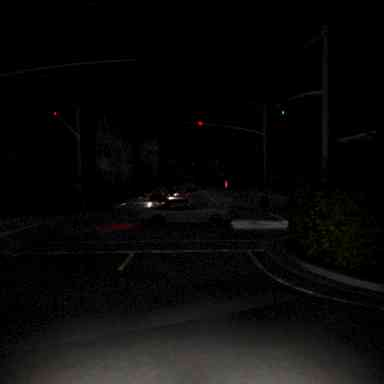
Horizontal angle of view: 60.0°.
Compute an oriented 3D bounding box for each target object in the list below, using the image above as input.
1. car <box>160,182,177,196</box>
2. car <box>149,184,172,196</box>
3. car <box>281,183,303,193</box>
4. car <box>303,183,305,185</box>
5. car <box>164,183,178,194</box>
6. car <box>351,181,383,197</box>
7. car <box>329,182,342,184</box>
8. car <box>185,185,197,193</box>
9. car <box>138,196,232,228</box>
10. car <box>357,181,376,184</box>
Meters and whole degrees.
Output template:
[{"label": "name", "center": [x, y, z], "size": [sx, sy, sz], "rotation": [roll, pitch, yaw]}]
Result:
[{"label": "car", "center": [-3.744, -0.438, 47.838], "size": [2.150, 2.045, 5.566], "rotation": [-1, 2, 0]}, {"label": "car", "center": [-3.718, 0.162, 37.765], "size": [1.882, 1.535, 5.008], "rotation": [-1, 2, 0]}, {"label": "car", "center": [15.266, -0.526, 52.071], "size": [2.007, 1.523, 4.514], "rotation": [-1, 2, 0]}, {"label": "car", "center": [18.890, -0.874, 59.132], "size": [1.970, 1.475, 3.806], "rotation": [-1, 2, 0]}, {"label": "car", "center": [-3.724, -0.676, 58.548], "size": [2.097, 1.767, 4.553], "rotation": [-1, 2, 0]}, {"label": "car", "center": [22.258, -0.462, 42.094], "size": [1.932, 1.855, 4.605], "rotation": [-1, 2, 0]}, {"label": "car", "center": [25.304, -1.035, 59.484], "size": [2.152, 1.636, 5.027], "rotation": [-1, 2, 0]}, {"label": "car", "center": [-0.173, -0.546, 58.693], "size": [1.812, 1.442, 4.674], "rotation": [-1, 2, 0]}, {"label": "car", "center": [-0.320, 1.076, 17.355], "size": [4.718, 1.301, 1.895], "rotation": [-1, 3, 0]}, {"label": "car", "center": [19.013, -0.177, 34.214], "size": [1.905, 1.878, 3.866], "rotation": [-1, 2, 0]}]
